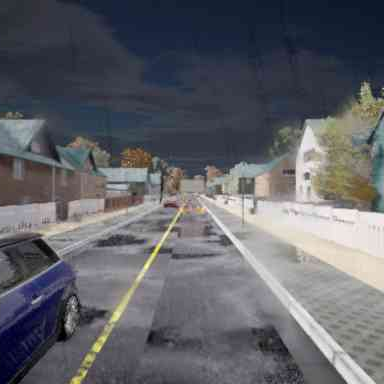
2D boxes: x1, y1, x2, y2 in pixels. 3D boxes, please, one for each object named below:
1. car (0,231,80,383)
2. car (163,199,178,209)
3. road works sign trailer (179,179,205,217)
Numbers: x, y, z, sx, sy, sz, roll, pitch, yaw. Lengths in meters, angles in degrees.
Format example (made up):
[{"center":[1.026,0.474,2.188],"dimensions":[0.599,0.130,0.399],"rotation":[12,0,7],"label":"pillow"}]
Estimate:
[{"center":[-2.850,1.354,3.445],"dimensions":[2.097,1.767,4.553],"rotation":[0,0,0],"label":"car"},{"center":[-2.839,1.606,44.842],"dimensions":[1.895,1.301,4.718],"rotation":[0,0,0],"label":"car"},{"center":[-0.002,0.471,31.144],"dimensions":[2.380,3.560,2.880],"rotation":[0,0,0],"label":"road works sign trailer"}]
